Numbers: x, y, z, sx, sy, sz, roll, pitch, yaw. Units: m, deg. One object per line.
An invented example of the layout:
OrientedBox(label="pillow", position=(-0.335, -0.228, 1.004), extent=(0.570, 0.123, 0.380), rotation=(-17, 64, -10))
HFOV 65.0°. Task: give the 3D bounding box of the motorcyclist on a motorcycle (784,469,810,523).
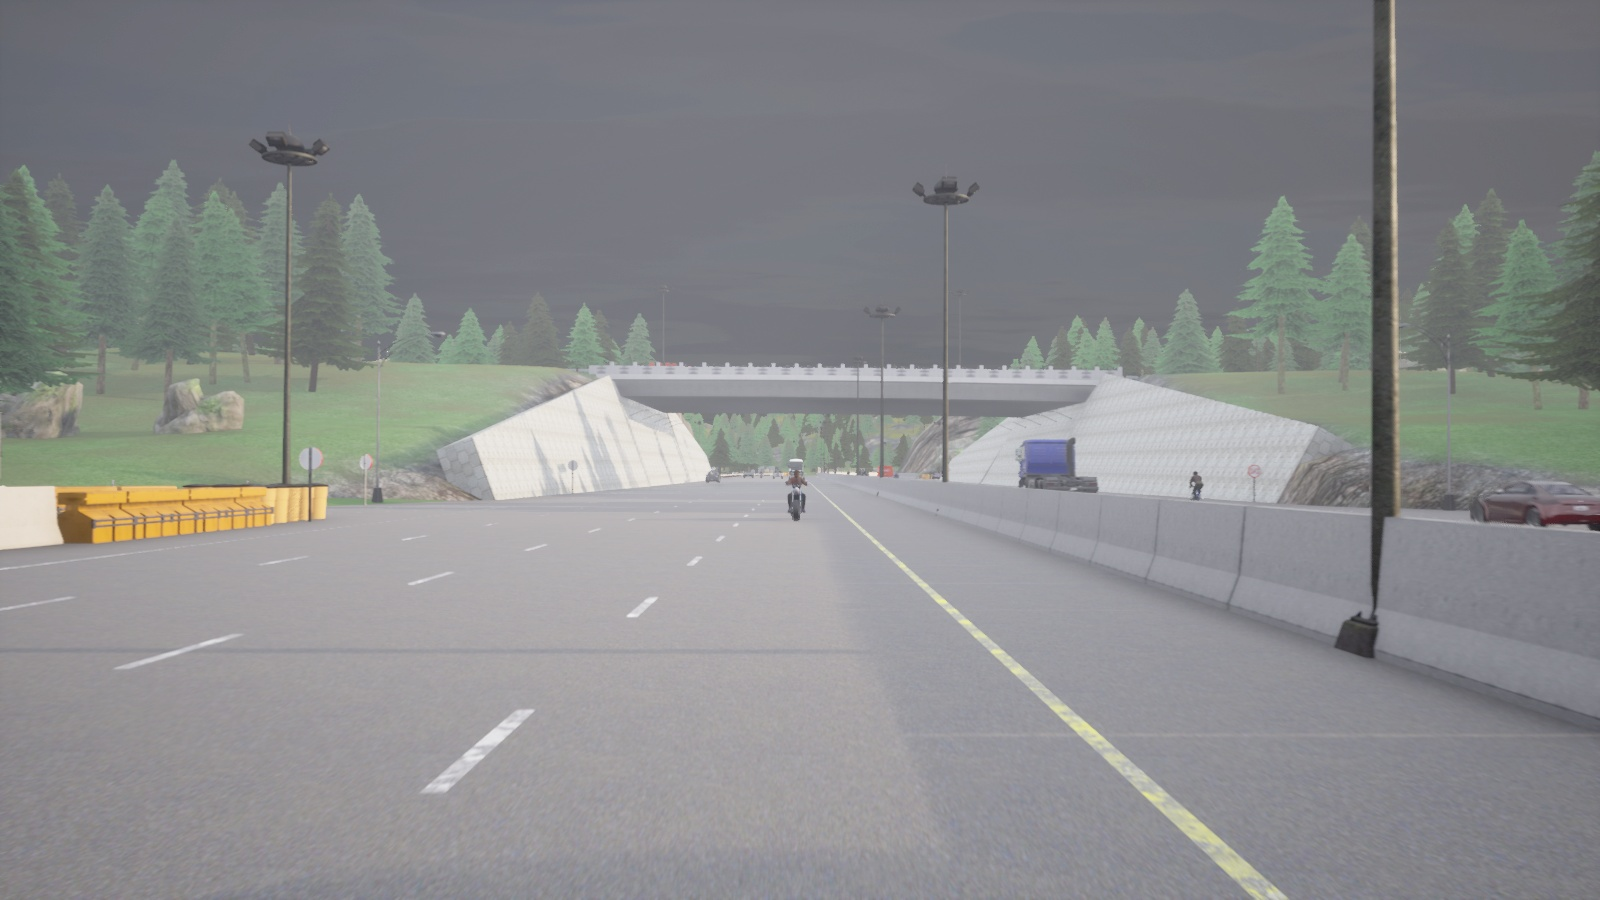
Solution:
OrientedBox(label="motorcyclist on a motorcycle", position=(-0.096, 1.427, 39.541), extent=(0.766, 1.649, 2.350), rotation=(0, -1, 0))

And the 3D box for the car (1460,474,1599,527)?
OrientedBox(label="car", position=(20.913, 1.394, 35.783), extent=(1.994, 1.385, 4.181), rotation=(0, -1, 0))

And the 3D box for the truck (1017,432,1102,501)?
OrientedBox(label="truck", position=(13.832, 0.908, 67.535), extent=(2.891, 3.462, 7.936), rotation=(0, -1, 0))
